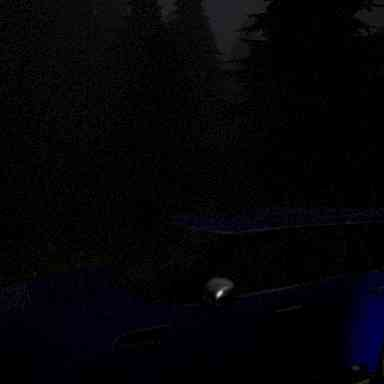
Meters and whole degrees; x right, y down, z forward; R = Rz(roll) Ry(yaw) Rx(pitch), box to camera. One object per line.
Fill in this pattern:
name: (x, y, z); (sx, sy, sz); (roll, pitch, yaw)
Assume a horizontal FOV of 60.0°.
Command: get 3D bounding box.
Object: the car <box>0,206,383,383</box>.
car: (0.507, 1.221, 3.863); (5.566, 2.045, 2.150); (0, 0, -24)
